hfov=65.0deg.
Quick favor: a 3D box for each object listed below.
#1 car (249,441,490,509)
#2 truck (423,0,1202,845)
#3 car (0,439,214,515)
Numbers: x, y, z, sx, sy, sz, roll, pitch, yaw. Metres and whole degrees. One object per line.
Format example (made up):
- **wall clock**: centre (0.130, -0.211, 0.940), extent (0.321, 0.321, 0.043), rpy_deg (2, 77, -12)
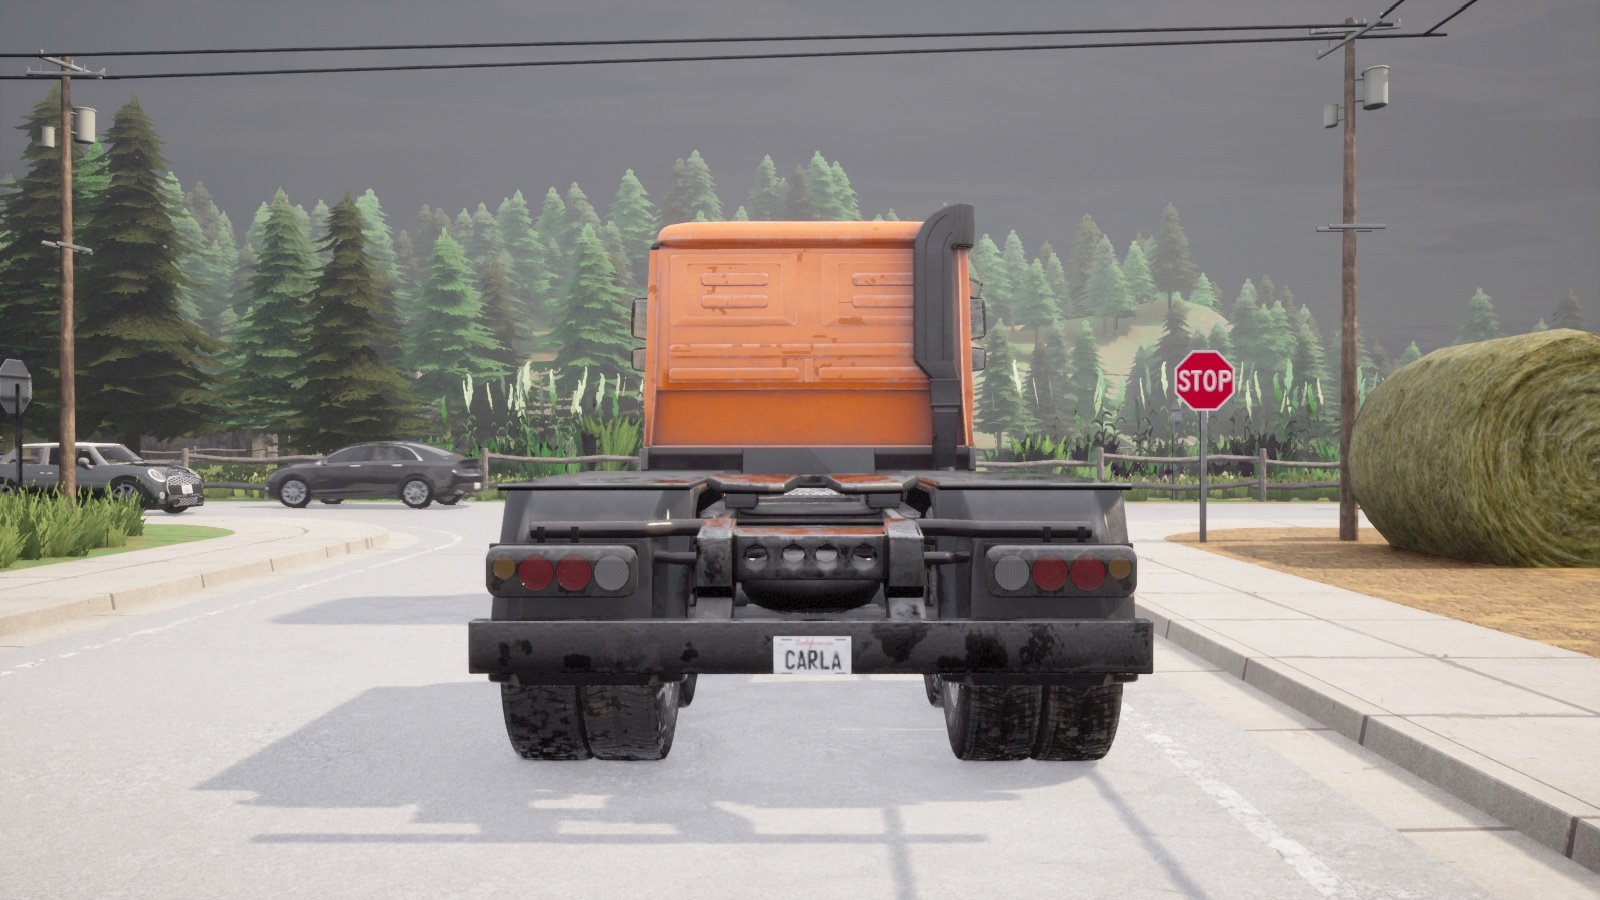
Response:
- **car**: centre (-9.779, 0.547, 28.666), extent (4.892, 1.490, 1.837), rpy_deg (0, 0, 7)
- **truck**: centre (0.064, -0.284, 8.639), extent (2.891, 3.462, 7.936), rpy_deg (0, 0, 0)
- **car**: centre (-14.211, 0.522, 25.390), extent (3.806, 1.475, 1.970), rpy_deg (0, 0, 3)
